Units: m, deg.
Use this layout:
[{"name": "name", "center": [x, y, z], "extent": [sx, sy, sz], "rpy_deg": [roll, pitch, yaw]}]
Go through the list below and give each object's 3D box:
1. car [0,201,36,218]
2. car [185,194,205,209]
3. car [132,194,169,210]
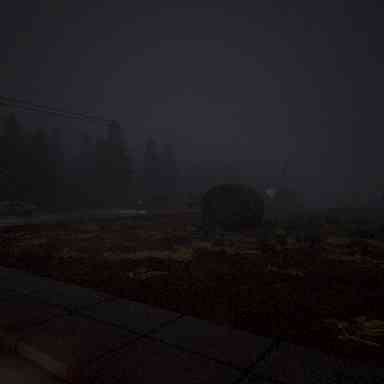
[{"name": "car", "center": [-15.984, 1.553, 28.853], "extent": [1.812, 1.442, 4.674], "rpy_deg": [0, 1, 37]}, {"name": "car", "center": [1.412, 1.248, 46.165], "extent": [2.150, 2.045, 5.566], "rpy_deg": [0, 0, 38]}, {"name": "car", "center": [-5.293, 1.250, 43.284], "extent": [2.150, 2.045, 5.566], "rpy_deg": [0, 0, 37]}]
